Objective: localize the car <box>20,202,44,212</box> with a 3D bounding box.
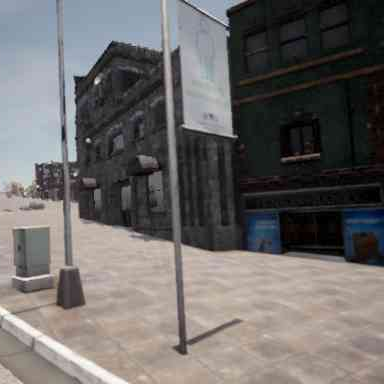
[{"bbox_3d":[-26.785,2.455,55.836,2.128,1.511,4.902,-4,-1,7],"label":"car"}]
